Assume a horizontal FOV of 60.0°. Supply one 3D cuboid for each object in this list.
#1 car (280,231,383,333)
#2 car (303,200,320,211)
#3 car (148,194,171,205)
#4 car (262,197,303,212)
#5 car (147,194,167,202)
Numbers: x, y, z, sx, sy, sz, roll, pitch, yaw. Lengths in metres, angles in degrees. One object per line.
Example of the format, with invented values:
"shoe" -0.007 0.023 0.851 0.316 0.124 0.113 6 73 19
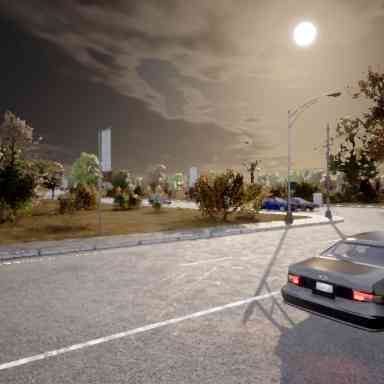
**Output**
"car" 4.103 1.528 6.695 5.357 1.411 2.033 0 0 -36
"car" 11.717 1.363 37.964 2.033 1.411 5.357 -1 0 -39
"car" -5.199 1.339 53.349 2.128 1.511 4.902 -1 0 -38
"car" 8.935 1.318 35.832 1.882 1.535 5.008 -1 0 -40
"car" -7.740 1.260 73.374 1.882 1.535 5.008 -1 0 -38
